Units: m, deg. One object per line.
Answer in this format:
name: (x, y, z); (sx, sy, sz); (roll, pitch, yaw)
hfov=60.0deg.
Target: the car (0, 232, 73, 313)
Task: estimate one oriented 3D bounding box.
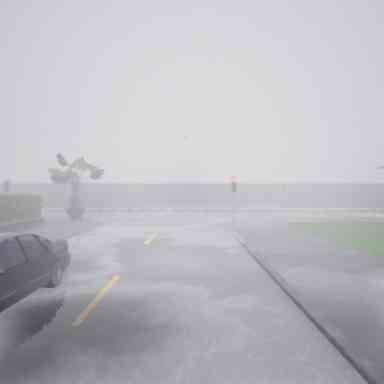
car: (-4.074, 1.536, 6.479); (2.033, 1.411, 5.357); (0, 0, 1)
